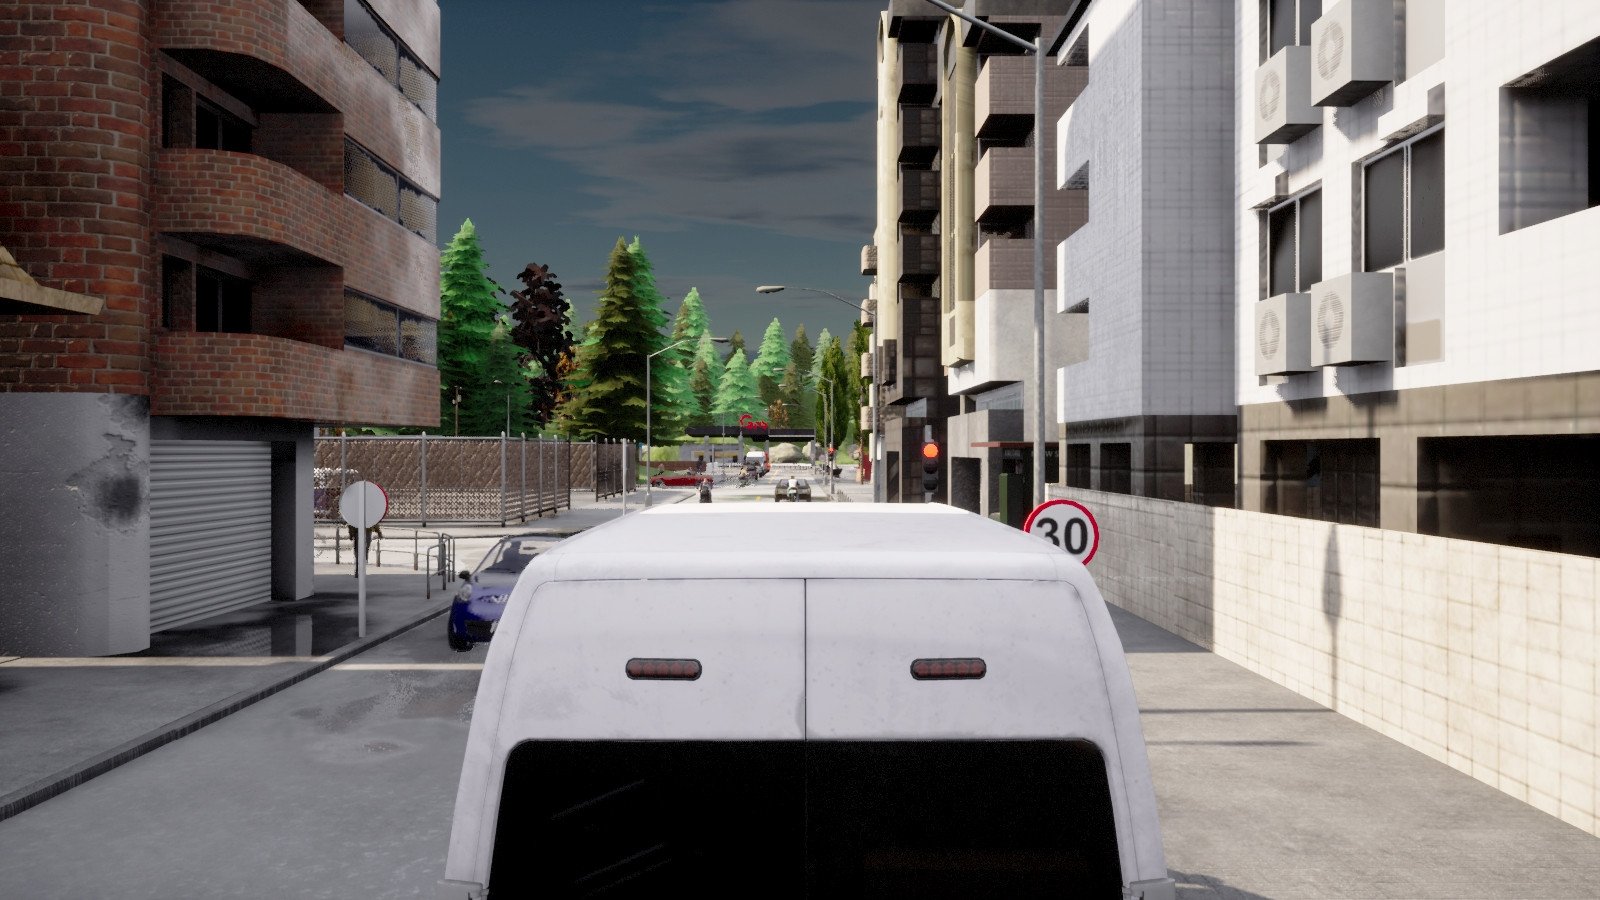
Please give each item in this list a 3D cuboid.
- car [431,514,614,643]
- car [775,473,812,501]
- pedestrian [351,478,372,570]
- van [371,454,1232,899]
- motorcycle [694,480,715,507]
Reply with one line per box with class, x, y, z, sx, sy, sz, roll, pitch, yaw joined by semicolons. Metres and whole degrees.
car;-3.978;1.811;16.991;1.845;1.501;3.633;0;0;0
car;-0.339;1.912;60.159;1.895;1.301;4.718;0;0;0
pedestrian;-8.997;1.506;23.448;0.375;1.860;0.375;0;0;-25
van;-0.009;1.312;5.597;1.988;2.561;5.915;0;0;0
motorcycle;-4.334;1.973;52.180;0.803;1.145;2.033;0;0;0
